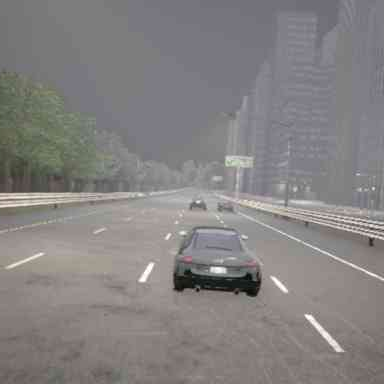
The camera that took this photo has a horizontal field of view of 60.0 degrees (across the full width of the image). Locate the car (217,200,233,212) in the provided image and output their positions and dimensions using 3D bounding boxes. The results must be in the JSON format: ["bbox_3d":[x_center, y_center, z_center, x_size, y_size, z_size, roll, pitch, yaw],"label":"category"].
[{"bbox_3d":[4.404,1.801,44.425,2.128,1.511,4.902,4,0,0],"label":"car"}]

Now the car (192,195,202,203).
[{"bbox_3d":[1.107,1.558,74.695,2.128,1.511,4.902,4,0,1],"label":"car"}]

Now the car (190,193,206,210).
[{"bbox_3d":[0.819,1.418,44.604,2.097,1.767,4.553,4,0,0],"label":"car"}]

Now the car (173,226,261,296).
[{"bbox_3d":[0.574,1.608,8.973,1.994,1.385,4.181,4,0,0],"label":"car"}]
